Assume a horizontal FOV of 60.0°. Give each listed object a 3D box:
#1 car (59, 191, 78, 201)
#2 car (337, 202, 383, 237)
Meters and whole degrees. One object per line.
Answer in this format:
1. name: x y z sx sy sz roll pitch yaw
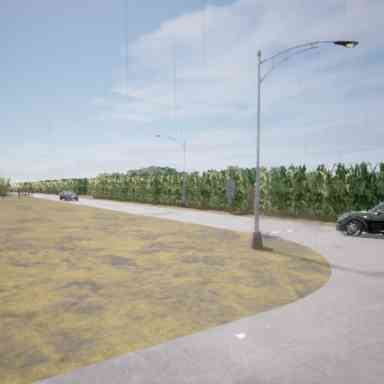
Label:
1. car: -18.572 0.532 50.050 2.128 1.511 4.902 1 1 -35
2. car: 9.384 1.248 15.780 4.553 1.767 2.097 2 0 31
